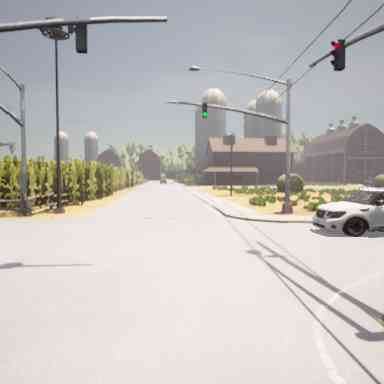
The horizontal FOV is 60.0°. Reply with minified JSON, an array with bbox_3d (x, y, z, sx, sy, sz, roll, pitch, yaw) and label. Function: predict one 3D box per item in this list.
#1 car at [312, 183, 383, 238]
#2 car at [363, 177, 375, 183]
[{"bbox_3d":[7.994,0.784,13.897,5.566,2.045,2.150,-2,3,-2],"label":"car"},{"bbox_3d":[41.719,-2.424,78.106,1.905,1.878,3.866,10,10,40],"label":"car"}]
